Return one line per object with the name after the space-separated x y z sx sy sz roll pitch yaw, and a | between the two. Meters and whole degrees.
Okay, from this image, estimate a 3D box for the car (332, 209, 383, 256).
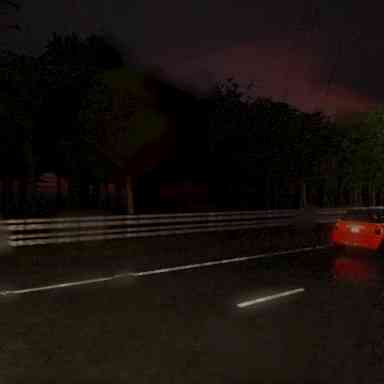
7.915 1.488 13.861 4.553 1.767 2.097 1 -1 -36 | car
